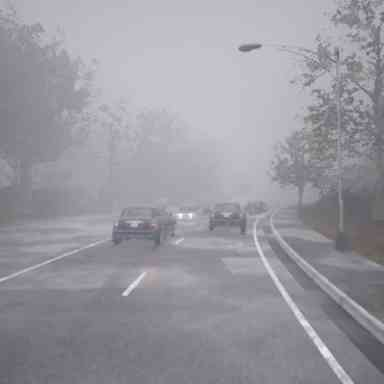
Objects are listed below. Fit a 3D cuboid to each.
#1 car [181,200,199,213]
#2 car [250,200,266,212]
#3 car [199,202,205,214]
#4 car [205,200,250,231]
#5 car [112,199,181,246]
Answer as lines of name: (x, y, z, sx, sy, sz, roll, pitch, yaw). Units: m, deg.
car: (-0.018, 1.683, 39.408, 1.994, 1.385, 4.181, -1, 0, 20)
car: (7.599, 1.583, 39.274, 1.895, 1.301, 4.718, -1, 0, 21)
car: (2.576, 1.614, 35.426, 1.994, 1.385, 4.181, -1, 0, 18)
car: (2.345, 1.357, 20.746, 2.097, 1.767, 4.553, 0, 0, 11)
car: (-2.064, 1.376, 15.708, 2.097, 1.767, 4.553, 0, 0, 8)
